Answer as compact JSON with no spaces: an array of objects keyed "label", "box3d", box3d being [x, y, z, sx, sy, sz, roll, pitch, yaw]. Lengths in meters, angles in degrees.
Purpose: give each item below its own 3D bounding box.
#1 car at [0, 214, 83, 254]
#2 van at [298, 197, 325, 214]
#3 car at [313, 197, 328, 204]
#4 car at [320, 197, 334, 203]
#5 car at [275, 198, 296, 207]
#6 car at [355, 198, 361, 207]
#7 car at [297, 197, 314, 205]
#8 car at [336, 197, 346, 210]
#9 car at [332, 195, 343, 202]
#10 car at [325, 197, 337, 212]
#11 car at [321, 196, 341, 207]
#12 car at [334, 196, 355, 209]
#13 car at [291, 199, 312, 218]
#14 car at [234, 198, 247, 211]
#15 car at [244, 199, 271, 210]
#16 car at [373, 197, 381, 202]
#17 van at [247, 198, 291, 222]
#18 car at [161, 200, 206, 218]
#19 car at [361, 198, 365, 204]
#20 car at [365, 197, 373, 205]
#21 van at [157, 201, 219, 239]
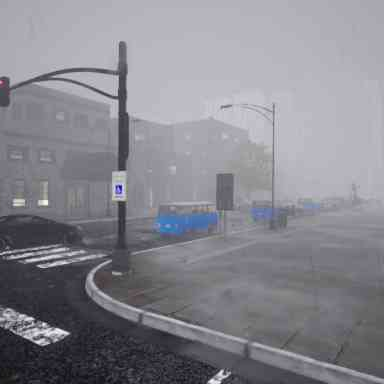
[{"label":"car","box3d":[-6.657,1.591,13.592,1.994,1.385,4.181,1,0,45]},{"label":"van","box3d":[12.590,1.469,35.732,1.690,1.788,3.998,0,0,35]},{"label":"car","box3d":[27.878,1.729,72.046,1.752,1.417,4.829,0,0,35]},{"label":"car","box3d":[31.152,1.793,76.702,1.947,1.339,4.313,0,0,35]},{"label":"car","box3d":[15.272,1.666,54.118,1.887,1.381,4.507,0,0,35]},{"label":"car","box3d":[25.295,1.517,53.801,2.192,1.841,5.009,0,0,35]},{"label":"car","box3d":[21.624,1.706,63.152,1.887,1.381,4.507,0,0,35]},{"label":"car","box3d":[18.940,1.729,44.766,1.947,1.339,4.313,0,0,35]},{"label":"car","box3d":[37.504,1.713,85.736,1.967,1.590,4.097,0,0,35]},{"label":"car","box3d":[15.863,1.671,40.389,1.752,1.417,4.829,0,0,35]},{"label":"car","box3d":[22.967,1.534,54.986,2.097,1.767,4.553,1,0,35]},{"label":"car","box3d":[22.118,1.497,49.284,2.192,1.841,5.009,0,0,35]},{"label":"car","box3d":[9.412,1.656,31.215,1.887,1.381,4.507,0,0,35]},{"label":"car","box3d":[5.745,1.507,40.568,1.967,1.590,4.097,0,0,35]},{"label":"car","box3d":[8.920,1.629,45.085,1.887,1.381,4.507,0,0,35]},{"label":"car","box3d":[44.350,1.900,80.901,1.947,1.339,4.313,0,0,35]},{"label":"van","box3d":[6.237,1.436,26.699,1.690,1.788,3.998,0,0,35]},{"label":"car","box3d":[-0.706,1.558,31.394,1.752,1.417,4.829,0,0,35]},{"label":"car","box3d":[28.567,1.748,58.456,1.752,1.417,4.829,0,0,35]},{"label":"car","box3d":[34.821,1.810,67.351,1.887,1.381,4.507,0,0,35]},{"label":"van","box3d":[-0.115,1.407,17.665,1.690,1.788,3.998,0,0,35]}]
